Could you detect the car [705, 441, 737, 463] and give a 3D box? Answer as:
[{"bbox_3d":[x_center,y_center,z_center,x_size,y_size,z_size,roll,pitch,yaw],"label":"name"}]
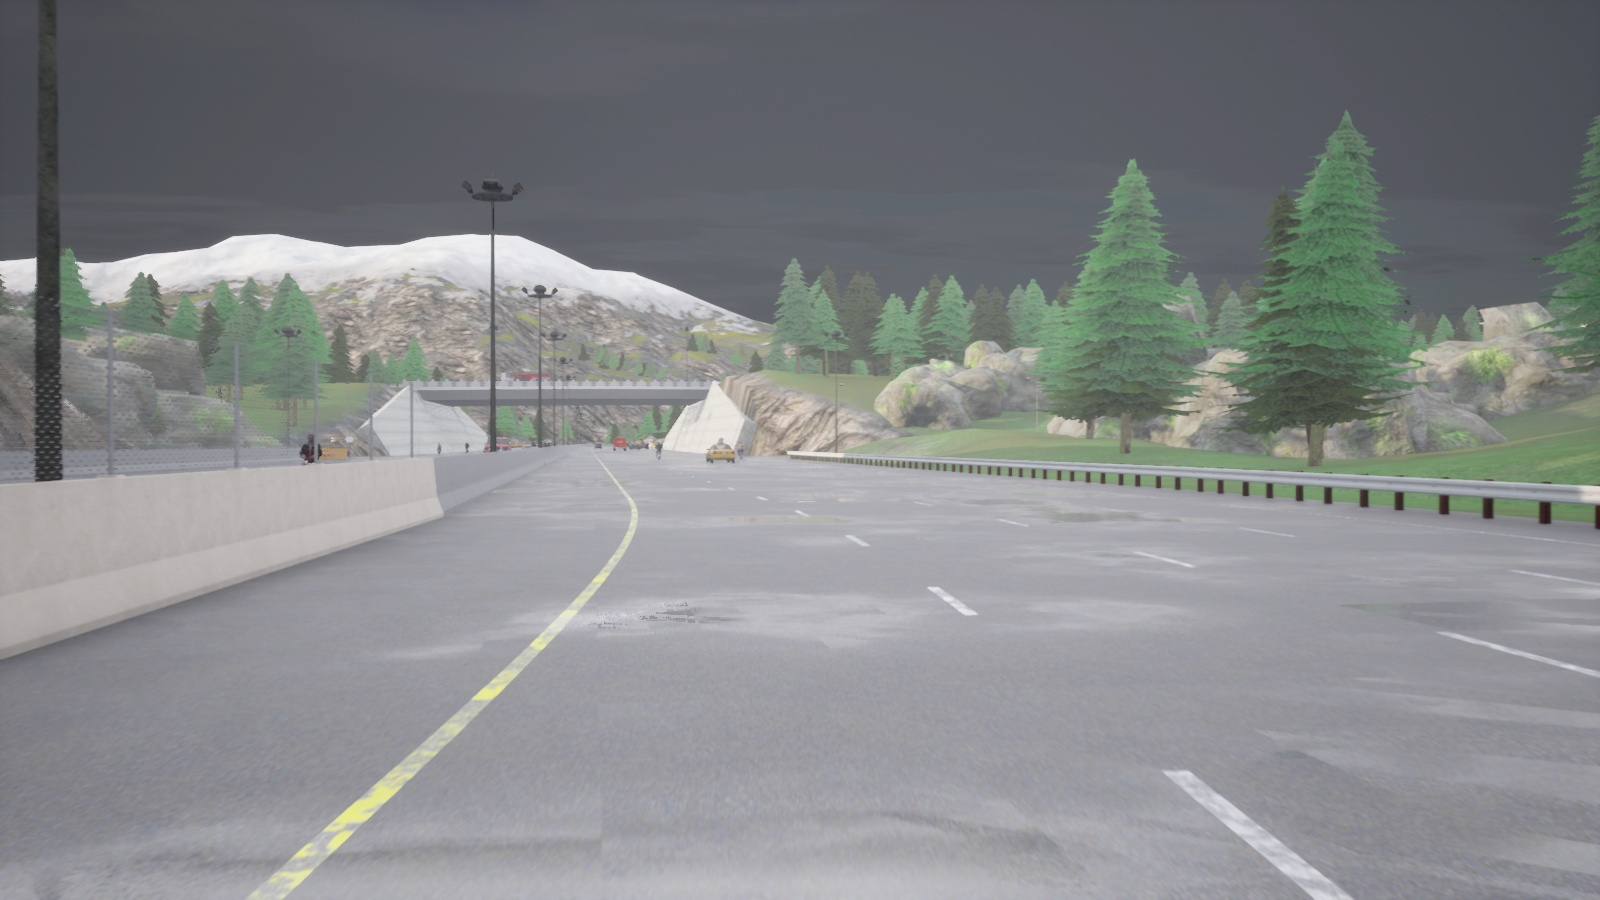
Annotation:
[{"bbox_3d":[-5.899,0.154,93.660,1.801,1.575,5.366,0,0,-10],"label":"car"}]
